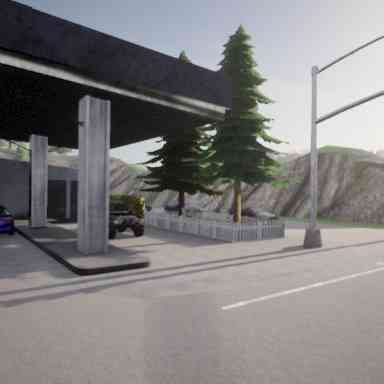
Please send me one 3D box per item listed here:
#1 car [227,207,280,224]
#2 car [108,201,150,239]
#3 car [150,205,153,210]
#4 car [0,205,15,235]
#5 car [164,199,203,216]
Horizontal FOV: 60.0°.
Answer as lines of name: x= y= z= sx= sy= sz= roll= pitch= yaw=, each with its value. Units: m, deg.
car: x=4.550 y=1.809 z=24.883 sx=1.994 sy=1.385 sz=4.181 roll=1 pitch=0 yaw=-35
car: x=-4.247 y=1.446 z=18.395 sx=1.905 sy=1.878 sz=3.866 roll=1 pitch=0 yaw=-35
car: x=-6.887 y=1.661 z=41.467 sx=2.033 sy=1.411 sz=5.357 roll=1 pitch=0 yaw=-34
car: x=-11.375 y=1.525 z=18.673 sx=2.242 sy=1.667 sz=4.611 roll=1 pitch=0 yaw=-35
car: x=-0.855 y=1.535 z=32.721 sx=2.097 sy=1.767 sz=4.553 roll=1 pitch=0 yaw=-35
